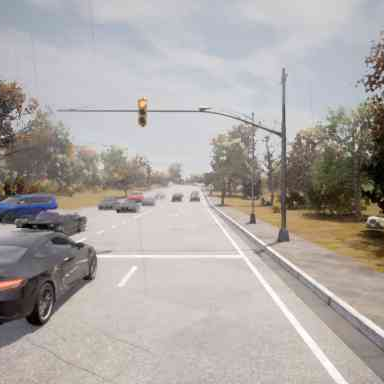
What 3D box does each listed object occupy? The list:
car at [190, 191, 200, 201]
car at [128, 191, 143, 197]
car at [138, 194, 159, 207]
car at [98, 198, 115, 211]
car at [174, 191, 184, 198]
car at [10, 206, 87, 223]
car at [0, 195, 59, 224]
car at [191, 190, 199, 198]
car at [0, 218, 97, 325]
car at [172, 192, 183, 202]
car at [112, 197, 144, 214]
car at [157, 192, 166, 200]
[{"bbox_3d":[0.628,1.076,64.588,1.895,1.301,4.718,0,3,1],"label":"car"},{"bbox_3d":[-10.087,0.939,59.896,2.150,2.045,5.566,0,3,1],"label":"car"},{"bbox_3d":[-6.682,1.499,51.411,1.812,1.442,4.674,0,1,1],"label":"car"},{"bbox_3d":[-10.277,1.504,41.344,1.837,1.490,4.892,0,0,1],"label":"car"},{"bbox_3d":[-2.884,0.584,74.043,1.895,1.301,4.718,0,3,1],"label":"car"},{"bbox_3d":[-6.994,1.600,17.069,1.895,1.301,4.718,0,0,1],"label":"car"},{"bbox_3d":[-12.481,1.220,24.547,2.150,2.045,5.566,1,0,28],"label":"car"},{"bbox_3d":[0.623,0.489,74.460,1.812,1.442,4.674,0,3,1],"label":"car"},{"bbox_3d":[-3.403,1.525,6.968,1.812,1.442,4.674,0,0,-1],"label":"car"},{"bbox_3d":[-2.877,1.007,64.109,1.837,1.490,4.892,0,3,1],"label":"car"},{"bbox_3d":[-6.825,1.563,35.851,1.994,1.385,4.181,0,0,1],"label":"car"},{"bbox_3d":[-6.439,0.722,68.385,2.128,1.511,4.902,0,3,1],"label":"car"}]
